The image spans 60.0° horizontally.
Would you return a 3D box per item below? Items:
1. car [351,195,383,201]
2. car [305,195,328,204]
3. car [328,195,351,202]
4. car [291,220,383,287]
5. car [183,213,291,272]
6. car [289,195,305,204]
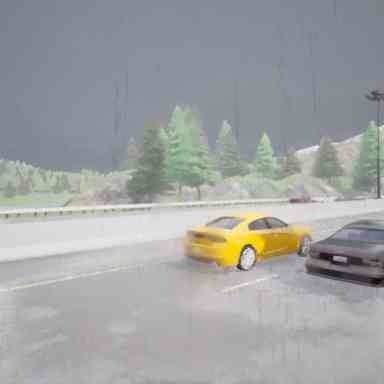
[{"bbox_3d":[22.482,1.093,41.819,4.674,1.442,1.812,0,0,-34],"label":"car"},{"bbox_3d":[18.801,1.102,47.773,4.674,1.442,1.812,0,0,-34],"label":"car"},{"bbox_3d":[20.872,1.133,44.953,4.181,1.385,1.994,-1,0,-34],"label":"car"},{"bbox_3d":[5.053,1.455,8.787,5.357,1.411,2.033,-1,0,-41],"label":"car"},{"bbox_3d":[1.987,1.406,10.748,5.008,1.535,1.882,-1,0,-41],"label":"car"},{"bbox_3d":[16.924,1.182,50.727,4.718,1.301,1.895,-1,0,-34],"label":"car"}]
